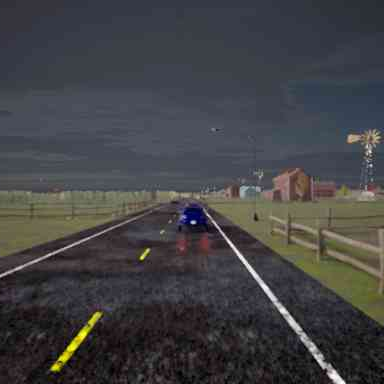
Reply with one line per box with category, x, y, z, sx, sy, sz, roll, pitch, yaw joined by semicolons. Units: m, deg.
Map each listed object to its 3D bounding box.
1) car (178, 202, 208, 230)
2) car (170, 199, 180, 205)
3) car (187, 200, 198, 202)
car;0.081;1.654;22.065;1.812;1.442;4.674;0;0;0
car;-3.565;2.081;69.893;1.895;1.301;4.718;0;0;0
car;0.061;1.769;44.397;2.128;1.511;4.902;0;0;0
